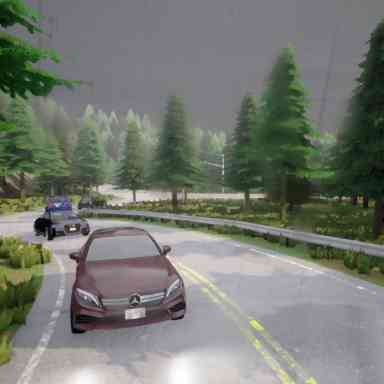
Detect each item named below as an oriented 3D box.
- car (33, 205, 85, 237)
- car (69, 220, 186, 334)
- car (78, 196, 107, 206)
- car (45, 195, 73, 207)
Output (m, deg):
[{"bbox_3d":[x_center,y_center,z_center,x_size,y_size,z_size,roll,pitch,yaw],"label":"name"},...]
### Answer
[{"bbox_3d":[-7.051,1.664,17.792,1.994,1.385,4.181,-4,2,-38],"label":"car"},{"bbox_3d":[-1.519,1.523,7.078,1.812,1.442,4.674,-2,0,-17],"label":"car"},{"bbox_3d":[-12.704,1.289,42.819,2.097,1.767,4.553,2,2,13],"label":"car"},{"bbox_3d":[-12.852,1.326,32.230,2.150,2.045,5.566,-1,0,-18],"label":"car"}]
